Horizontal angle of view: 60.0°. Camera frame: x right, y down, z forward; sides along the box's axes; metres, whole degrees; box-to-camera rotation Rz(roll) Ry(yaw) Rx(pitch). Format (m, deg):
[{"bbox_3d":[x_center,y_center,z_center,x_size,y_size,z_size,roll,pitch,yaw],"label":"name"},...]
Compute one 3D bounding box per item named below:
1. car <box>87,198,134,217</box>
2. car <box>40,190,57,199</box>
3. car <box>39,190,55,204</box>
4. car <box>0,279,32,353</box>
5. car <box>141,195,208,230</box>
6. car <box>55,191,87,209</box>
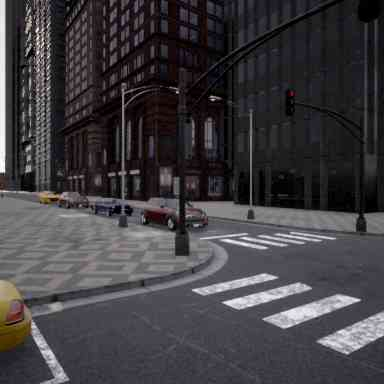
[{"bbox_3d":[-6.342,1.153,26.133,1.895,1.301,4.718,0,1,-36],"label":"car"},{"bbox_3d":[-24.744,0.467,57.109,1.812,1.442,4.674,0,1,-35],"label":"car"},{"bbox_3d":[-18.287,0.668,42.766,1.882,1.535,5.008,0,1,-35],"label":"car"},{"bbox_3d":[-4.410,1.525,3.503,4.829,1.417,1.752,0,0,-35],"label":"car"},{"bbox_3d":[-1.074,1.072,18.829,2.097,1.767,4.553,0,1,-36],"label":"car"},{"bbox_3d":[-12.213,0.724,34.283,2.097,1.767,4.553,0,1,-36],"label":"car"}]
